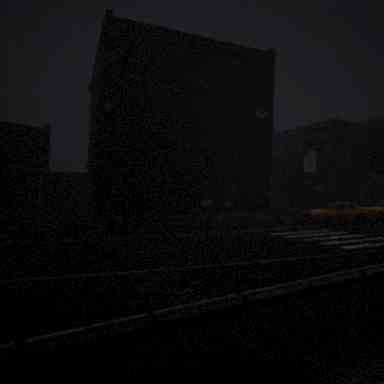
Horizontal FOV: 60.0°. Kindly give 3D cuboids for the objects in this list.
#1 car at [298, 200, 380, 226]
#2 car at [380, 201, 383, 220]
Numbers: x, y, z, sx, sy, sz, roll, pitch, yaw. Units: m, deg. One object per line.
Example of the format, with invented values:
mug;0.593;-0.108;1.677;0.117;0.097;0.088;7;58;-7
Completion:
car;9.441;1.309;21.864;5.366;1.575;1.946;-1;0;-24
car;14.480;1.239;24.125;5.366;1.575;1.946;-1;0;-24
